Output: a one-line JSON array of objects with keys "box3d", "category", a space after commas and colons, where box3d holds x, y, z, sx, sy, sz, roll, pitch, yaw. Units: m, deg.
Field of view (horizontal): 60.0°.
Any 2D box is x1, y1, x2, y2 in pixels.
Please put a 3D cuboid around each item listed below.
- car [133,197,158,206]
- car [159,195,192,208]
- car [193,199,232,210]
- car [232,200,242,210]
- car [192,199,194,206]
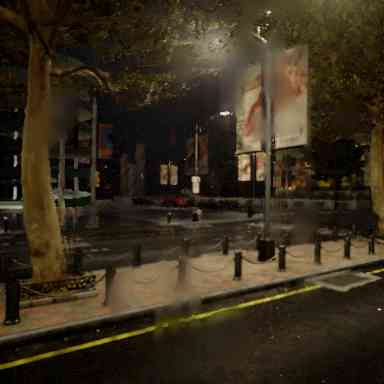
[{"box3d": [-9.632, 1.847, 65.554, 5.008, 1.535, 1.882, 0, -1, 42], "category": "car"}, {"box3d": [-2.954, 1.604, 57.728, 2.150, 2.045, 5.566, 1, -1, -37], "category": "car"}, {"box3d": [2.968, 1.931, 49.435, 2.033, 1.411, 5.357, 1, -1, -35], "category": "car"}, {"box3d": [5.721, 1.919, 51.585, 2.128, 1.511, 4.902, 1, -1, -35], "category": "car"}, {"box3d": [0.059, 1.974, 59.523, 2.033, 1.411, 5.357, 1, -1, -36], "category": "car"}]
